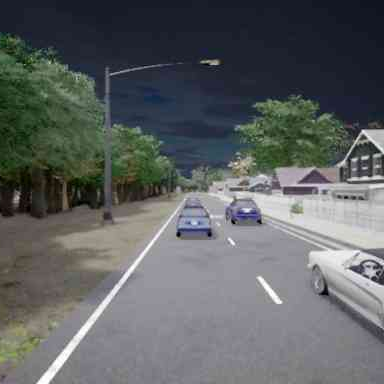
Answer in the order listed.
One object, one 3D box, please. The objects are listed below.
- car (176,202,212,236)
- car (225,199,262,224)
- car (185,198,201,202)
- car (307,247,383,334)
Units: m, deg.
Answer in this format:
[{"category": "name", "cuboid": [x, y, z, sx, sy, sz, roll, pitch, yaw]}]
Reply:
[{"category": "car", "cuboid": [0.110, 1.491, 18.123, 2.033, 1.411, 5.357, 0, 0, 0]}, {"category": "car", "cuboid": [3.618, 1.265, 23.995, 2.097, 1.767, 4.553, 0, 0, 0]}, {"category": "car", "cuboid": [0.124, 1.373, 40.001, 1.994, 1.385, 4.181, 0, 0, 0]}, {"category": "car", "cuboid": [3.606, 1.589, 5.643, 1.895, 1.301, 4.718, 0, 0, 0]}]
